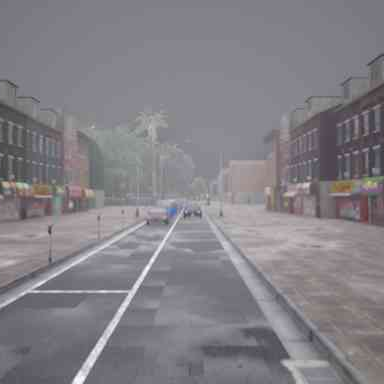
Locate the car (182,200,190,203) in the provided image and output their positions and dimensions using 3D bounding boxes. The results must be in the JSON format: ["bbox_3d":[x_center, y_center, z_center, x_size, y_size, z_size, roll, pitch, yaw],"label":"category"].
[{"bbox_3d":[0.011,2.120,44.877,1.994,1.385,4.181,0,-1,1],"label":"car"}]

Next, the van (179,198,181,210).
[{"bbox_3d":[-2.664,1.875,43.222,1.690,1.788,3.998,0,-1,0],"label":"van"}]

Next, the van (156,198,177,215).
[{"bbox_3d":[-2.657,1.733,32.294,1.690,1.788,3.998,0,-1,0],"label":"van"}]

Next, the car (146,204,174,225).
[{"bbox_3d":[-2.654,1.902,26.827,1.802,1.307,4.206,0,-1,0],"label":"car"}]

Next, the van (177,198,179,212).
[{"bbox_3d":[-2.661,1.804,37.758,1.690,1.788,3.998,0,-1,0],"label":"van"}]

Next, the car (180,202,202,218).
[{"bbox_3d":[0.070,2.024,34.741,1.895,1.301,4.718,0,-1,0],"label":"car"}]

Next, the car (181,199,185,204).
[{"bbox_3d":[-2.670,2.227,54.147,2.008,1.369,4.403,0,-1,0],"label":"car"}]
